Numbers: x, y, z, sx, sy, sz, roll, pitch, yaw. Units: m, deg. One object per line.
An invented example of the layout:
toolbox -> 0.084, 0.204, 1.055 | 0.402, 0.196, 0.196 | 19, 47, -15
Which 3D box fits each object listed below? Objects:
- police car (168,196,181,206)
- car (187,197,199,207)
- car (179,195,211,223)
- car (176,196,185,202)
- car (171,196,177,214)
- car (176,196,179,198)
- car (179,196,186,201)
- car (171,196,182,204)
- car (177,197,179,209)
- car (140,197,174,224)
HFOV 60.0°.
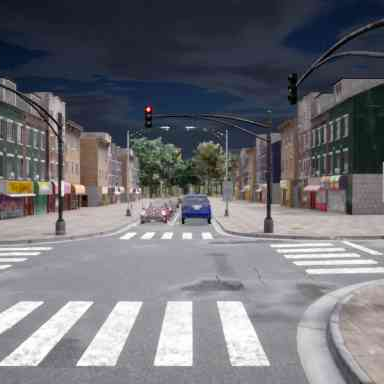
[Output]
police car -> -3.010, 1.464, 57.286 | 1.930, 1.638, 5.238 | 0, 0, 0
car -> 0.098, 1.540, 54.408 | 1.837, 1.490, 4.892 | 0, 0, 0
car -> 0.242, 1.226, 25.537 | 2.150, 2.045, 5.566 | 0, 0, -2
car -> -2.648, 1.625, 78.905 | 2.008, 1.369, 4.403 | -1, 0, 0
car -> -2.648, 1.448, 29.992 | 1.967, 1.590, 4.097 | -1, 0, 0
car -> -2.648, 1.569, 46.296 | 1.887, 1.381, 4.507 | -1, 0, 0
car -> -2.648, 1.677, 89.775 | 1.802, 1.307, 4.206 | -1, 0, 0
car -> -3.022, 1.554, 64.176 | 1.837, 1.490, 4.892 | 0, 0, 0
car -> -2.647, 1.578, 35.427 | 1.947, 1.339, 4.313 | -1, 0, 0
car -> -2.648, 1.444, 24.558 | 1.967, 1.590, 4.097 | -1, 0, 0
